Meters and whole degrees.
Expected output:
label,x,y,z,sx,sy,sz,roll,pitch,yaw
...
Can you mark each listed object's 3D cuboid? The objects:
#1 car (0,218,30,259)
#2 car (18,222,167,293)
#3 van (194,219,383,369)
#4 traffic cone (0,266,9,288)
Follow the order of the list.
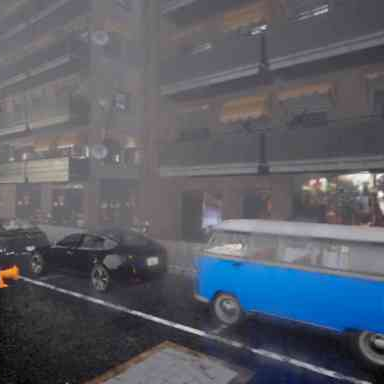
label,x,y,z,sx,sy,sz,roll,pitch,yaw
car,-7.098,1.634,12.348,4.403,1.369,2.008,0,-1,37
car,-2.585,1.647,8.980,4.313,1.339,1.947,0,-1,37
van,1.929,1.421,5.615,3.998,1.788,1.690,0,-1,37
traffic cone,-4.718,2.011,8.112,0.340,0.580,0.340,0,-1,36
